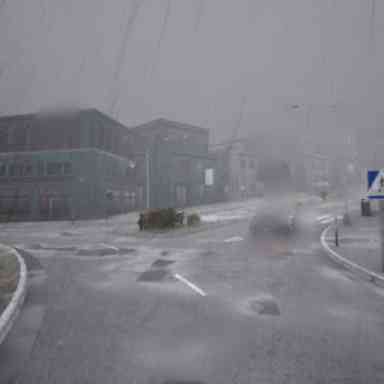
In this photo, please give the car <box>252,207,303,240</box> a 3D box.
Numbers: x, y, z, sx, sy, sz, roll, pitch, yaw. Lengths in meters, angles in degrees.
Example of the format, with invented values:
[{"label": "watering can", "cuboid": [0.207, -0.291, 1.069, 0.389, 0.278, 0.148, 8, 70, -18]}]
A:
[{"label": "car", "cuboid": [4.534, 1.544, 17.374, 2.128, 1.511, 4.902, -2, -1, 27]}]
